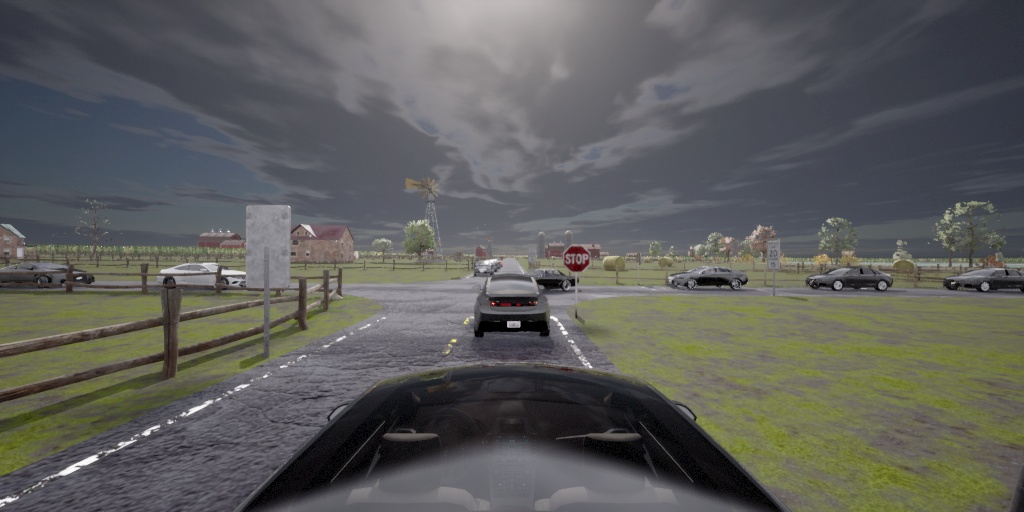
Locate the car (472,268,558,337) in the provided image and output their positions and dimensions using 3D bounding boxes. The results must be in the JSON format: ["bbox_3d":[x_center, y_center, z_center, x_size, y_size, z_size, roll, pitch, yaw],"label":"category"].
[{"bbox_3d":[-0.069,1.256,10.297,1.837,1.490,4.892,0,0,-3],"label":"car"}]

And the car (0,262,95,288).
[{"bbox_3d":[-26.353,1.048,20.146,4.181,1.385,1.994,1,-1,-1],"label":"car"}]

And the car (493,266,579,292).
[{"bbox_3d":[1.510,1.369,20.342,4.718,1.301,1.895,1,0,-35],"label":"car"}]

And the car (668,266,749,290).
[{"bbox_3d":[12.810,1.397,23.565,4.902,1.511,2.128,1,-1,-2],"label":"car"}]

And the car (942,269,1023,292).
[{"bbox_3d":[31.715,1.587,23.846,4.892,1.490,1.837,1,-1,-1],"label":"car"}]

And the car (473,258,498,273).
[{"bbox_3d":[-2.840,1.243,36.985,2.128,1.511,4.902,0,0,0],"label":"car"}]

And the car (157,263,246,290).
[{"bbox_3d":[-17.233,1.104,20.263,4.674,1.442,1.812,1,-1,-1],"label":"car"}]

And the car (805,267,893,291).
[{"bbox_3d":[22.212,1.500,23.730,4.892,1.490,1.837,1,-1,-1],"label":"car"}]

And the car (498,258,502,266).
[{"bbox_3d":[-2.827,1.242,46.431,2.128,1.511,4.902,0,0,0],"label":"car"}]
